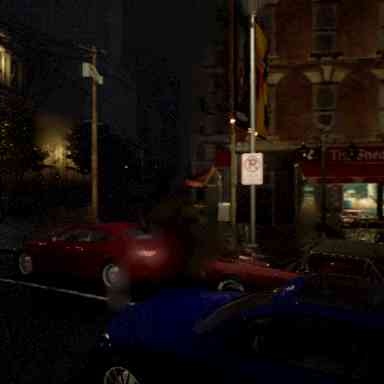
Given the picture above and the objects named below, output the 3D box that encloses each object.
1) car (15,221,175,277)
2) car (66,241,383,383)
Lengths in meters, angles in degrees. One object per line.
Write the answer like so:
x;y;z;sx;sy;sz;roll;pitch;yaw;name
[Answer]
-2.527;1.485;8.757;4.674;1.452;2.002;0;0;26;car
1.138;1.507;2.944;4.674;1.442;1.812;0;0;34;car
